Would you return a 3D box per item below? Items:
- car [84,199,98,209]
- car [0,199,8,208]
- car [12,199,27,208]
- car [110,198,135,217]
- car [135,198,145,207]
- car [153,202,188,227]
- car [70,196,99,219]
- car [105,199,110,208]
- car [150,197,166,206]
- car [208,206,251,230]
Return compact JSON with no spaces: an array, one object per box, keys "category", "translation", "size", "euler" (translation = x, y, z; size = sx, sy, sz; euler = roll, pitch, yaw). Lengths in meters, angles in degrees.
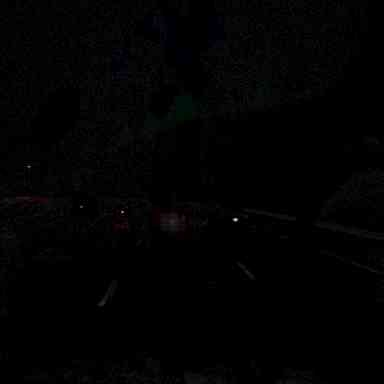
[{"category":"car","translation":[-15.495,1.779,50.723],"size":[1.812,1.442,4.674],"euler":[-1,0,-19]},{"category":"car","translation":[-33.699,2.015,58.443],"size":[1.812,1.442,4.674],"euler":[-1,0,-24]},{"category":"car","translation":[-28.131,1.895,54.321],"size":[1.882,1.535,5.008],"euler":[-1,0,-21]},{"category":"car","translation":[-6.946,1.630,33.229],"size":[1.837,1.490,4.892],"euler":[0,0,-12]},{"category":"car","translation":[-8.766,1.664,52.638],"size":[2.128,1.511,4.902],"euler":[-1,0,-19]},{"category":"car","translation":[-1.509,1.646,23.300],"size":[1.895,1.301,4.718],"euler":[-1,0,-9]},{"category":"car","translation":[-10.126,1.385,31.482],"size":[2.150,2.045,5.566],"euler":[-1,0,-12]},{"category":"car","translation":[-12.709,1.786,53.277],"size":[1.994,1.385,4.181],"euler":[-1,0,-20]},{"category":"car","translation":[-5.539,1.624,54.036],"size":[2.128,1.511,4.902],"euler":[-1,0,-19]},{"category":"car","translation":[2.249,1.560,21.023],"size":[1.994,1.385,4.181],"euler":[-1,0,-7]}]
